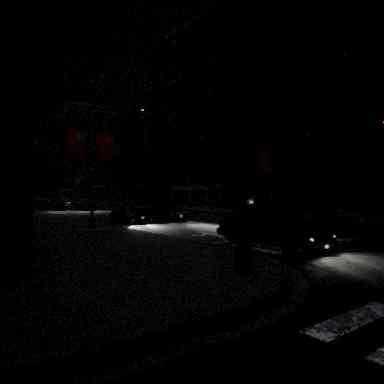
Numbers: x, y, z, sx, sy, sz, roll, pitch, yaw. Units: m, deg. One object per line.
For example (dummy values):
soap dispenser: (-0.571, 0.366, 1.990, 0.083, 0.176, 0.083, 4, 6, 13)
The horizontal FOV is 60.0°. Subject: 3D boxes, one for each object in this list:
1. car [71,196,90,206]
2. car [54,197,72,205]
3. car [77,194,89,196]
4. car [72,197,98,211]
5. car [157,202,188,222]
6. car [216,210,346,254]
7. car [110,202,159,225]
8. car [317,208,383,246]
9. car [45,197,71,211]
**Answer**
car: (-19.134, 1.820, 56.681, 1.895, 1.301, 4.718, 0, 0, -36)
car: (-25.210, 1.746, 65.129, 2.128, 1.511, 4.902, 0, 0, -36)
car: (-21.928, 1.476, 66.133, 2.150, 2.045, 5.566, 0, 0, -36)
car: (-13.757, 1.686, 43.343, 1.812, 1.442, 4.674, 0, 0, -35)
car: (-2.237, 1.574, 27.270, 2.128, 1.511, 4.902, 0, 0, -36)
car: (3.269, 1.572, 14.044, 2.033, 1.411, 5.357, 0, 0, -36)
car: (-4.616, 1.641, 25.009, 1.994, 1.385, 4.181, 0, 0, -36)
car: (7.149, 1.520, 15.676, 4.902, 1.511, 2.128, 0, 0, 41)
car: (-17.729, 1.640, 43.324, 1.882, 1.535, 5.008, 0, -1, -35)
